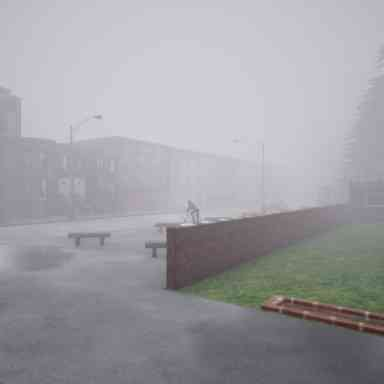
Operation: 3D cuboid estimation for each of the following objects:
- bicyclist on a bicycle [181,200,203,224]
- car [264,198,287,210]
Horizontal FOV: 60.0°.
[{"bbox_3d":[-0.025,1.349,20.844,1.656,1.620,0.582,0,0,35],"label":"bicyclist on a bicycle"},{"bbox_3d":[10.835,1.537,43.310,1.812,1.442,4.674,0,0,35],"label":"car"}]
